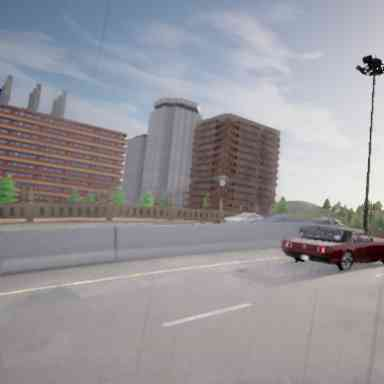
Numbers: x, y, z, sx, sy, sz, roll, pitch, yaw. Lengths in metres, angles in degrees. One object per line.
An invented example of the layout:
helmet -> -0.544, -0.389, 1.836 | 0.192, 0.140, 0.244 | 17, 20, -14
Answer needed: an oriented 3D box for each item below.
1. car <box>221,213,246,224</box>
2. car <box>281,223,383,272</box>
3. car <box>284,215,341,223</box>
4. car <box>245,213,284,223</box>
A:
car -> 4.683, 2.514, 28.732 | 4.674, 1.442, 1.812 | 7, -4, -35
car -> 5.440, 1.927, 11.937 | 4.718, 1.301, 1.895 | 4, -2, -35
car -> 8.882, 2.518, 23.126 | 4.892, 1.490, 1.837 | 7, -4, -35
car -> 6.841, 2.482, 25.970 | 5.008, 1.535, 1.882 | 7, -4, -35
